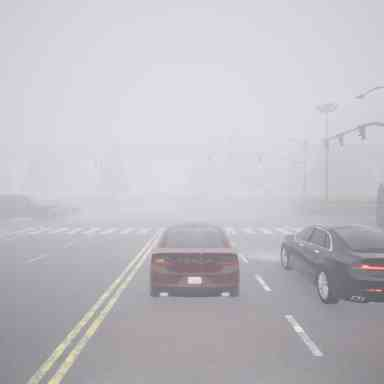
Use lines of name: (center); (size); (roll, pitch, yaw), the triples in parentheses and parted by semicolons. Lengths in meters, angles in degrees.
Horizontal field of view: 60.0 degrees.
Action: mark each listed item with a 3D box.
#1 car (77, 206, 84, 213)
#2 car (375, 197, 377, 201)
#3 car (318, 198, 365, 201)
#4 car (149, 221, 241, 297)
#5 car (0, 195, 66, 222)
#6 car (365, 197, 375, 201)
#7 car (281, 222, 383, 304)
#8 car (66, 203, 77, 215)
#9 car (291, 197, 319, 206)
car: (-13.672, 1.547, 33.031); (5.357, 1.411, 2.033); (0, 0, 0)
car: (25.897, 1.505, 47.083); (4.892, 1.490, 1.837); (0, 0, 0)
car: (17.979, 1.564, 40.108); (4.181, 1.385, 1.994); (0, 0, 0)
car: (0.058, 1.478, 8.614); (1.882, 1.535, 5.008); (0, 0, 0)
car: (-13.291, 1.222, 26.028); (5.566, 2.045, 2.150); (0, 0, 0)
car: (20.495, 1.547, 43.598); (5.357, 1.411, 2.033); (0, 0, 0)
car: (3.556, 1.505, 8.101); (1.837, 1.490, 4.892); (0, 0, 0)
car: (-13.241, 1.505, 29.528); (4.892, 1.490, 1.837); (0, 0, 0)
car: (16.576, 1.505, 47.112); (4.892, 1.490, 1.837); (0, 0, 0)
